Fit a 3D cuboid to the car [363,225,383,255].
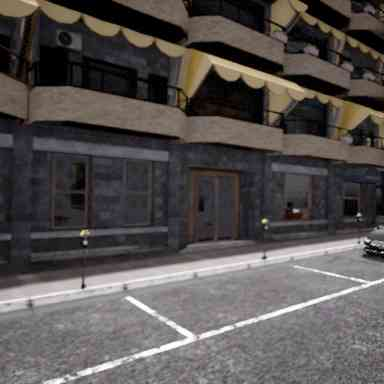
[{"bbox_3d":[8.047,1.622,12.285,4.403,1.369,2.008,0,1,-35],"label":"car"}]
